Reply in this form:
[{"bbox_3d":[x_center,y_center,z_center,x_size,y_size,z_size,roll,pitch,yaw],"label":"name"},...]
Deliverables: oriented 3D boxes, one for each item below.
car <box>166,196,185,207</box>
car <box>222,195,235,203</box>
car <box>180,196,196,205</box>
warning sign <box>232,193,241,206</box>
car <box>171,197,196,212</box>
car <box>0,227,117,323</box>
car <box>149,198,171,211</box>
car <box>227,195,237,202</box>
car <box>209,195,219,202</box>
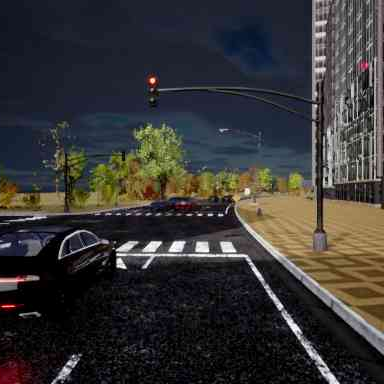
[{"bbox_3d":[-2.504,1.481,51.705,1.882,1.535,5.008,0,0,9],"label":"car"},{"bbox_3d":[7.521,1.494,70.155,1.882,1.535,5.008,0,0,12],"label":"car"},{"bbox_3d":[-0.733,1.555,62.367,2.033,1.411,5.357,0,0,11],"label":"car"},{"bbox_3d":[6.482,1.123,48.260,1.300,1.860,1.060,0,0,8],"label":"warning sign"},{"bbox_3d":[-0.717,1.354,39.447,2.097,1.767,4.553,0,0,7],"label":"car"},{"bbox_3d":[-2.989,1.491,7.163,2.128,1.511,4.902,0,0,1],"label":"car"},{"bbox_3d":[-3.909,1.548,41.487,2.033,1.411,5.357,0,0,7],"label":"car"},{"bbox_3d":[9.658,1.500,80.412,1.882,1.535,5.008,0,0,14],"label":"car"},{"bbox_3d":[4.989,1.493,74.502,1.882,1.535,5.008,0,0,12],"label":"car"}]
